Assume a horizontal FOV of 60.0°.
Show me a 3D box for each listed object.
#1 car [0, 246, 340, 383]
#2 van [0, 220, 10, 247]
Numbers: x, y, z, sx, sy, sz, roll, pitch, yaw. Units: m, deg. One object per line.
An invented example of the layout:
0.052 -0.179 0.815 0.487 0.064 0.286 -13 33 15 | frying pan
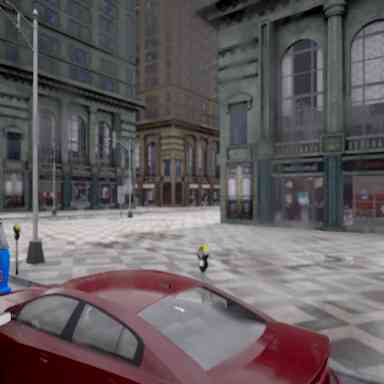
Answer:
-0.865 1.538 3.594 4.507 1.381 1.887 0 0 35 | car
-5.368 1.320 6.794 3.998 1.788 1.690 0 0 35 | van
